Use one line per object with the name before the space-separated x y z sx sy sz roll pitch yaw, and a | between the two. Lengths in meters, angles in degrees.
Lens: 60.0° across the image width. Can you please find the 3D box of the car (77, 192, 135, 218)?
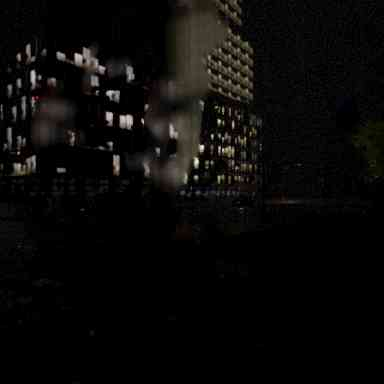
car | -6.970 1.027 28.462 2.150 2.045 5.566 0 0 37

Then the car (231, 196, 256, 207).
car | 7.349 1.352 47.302 1.837 1.490 4.892 0 -1 37
